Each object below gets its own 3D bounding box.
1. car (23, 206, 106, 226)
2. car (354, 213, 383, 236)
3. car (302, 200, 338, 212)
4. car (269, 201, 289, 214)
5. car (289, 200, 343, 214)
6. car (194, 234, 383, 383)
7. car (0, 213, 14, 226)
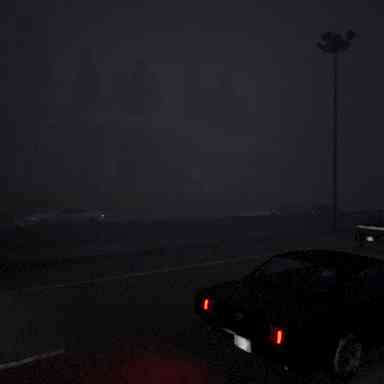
[{"bbox_3d":[-7.578,1.571,20.079,4.674,1.442,1.812,1,0,-35],"label":"car"},{"bbox_3d":[8.924,1.623,14.330,4.902,1.511,2.128,0,0,-35],"label":"car"},{"bbox_3d":[17.741,1.837,45.990,4.902,1.511,2.128,0,0,-34],"label":"car"},{"bbox_3d":[10.715,1.761,36.980,4.892,1.490,1.837,1,-1,-34],"label":"car"},{"bbox_3d":[11.056,1.707,28.758,4.902,1.511,2.128,1,0,-34],"label":"car"},{"bbox_3d":[2.451,1.644,5.495,4.718,1.301,1.895,1,0,-35],"label":"car"},{"bbox_3d":[-13.553,1.605,20.117,4.718,1.301,1.895,1,0,-35],"label":"car"}]
